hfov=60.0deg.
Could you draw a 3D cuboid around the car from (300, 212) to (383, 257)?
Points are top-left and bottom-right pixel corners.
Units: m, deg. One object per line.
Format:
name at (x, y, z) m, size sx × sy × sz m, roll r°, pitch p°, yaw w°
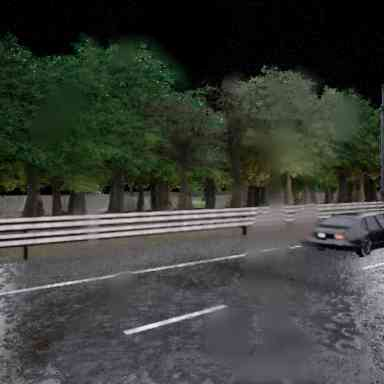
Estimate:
car at (6.385, 1.482, 12.601) m, size 5.357 × 1.411 × 2.033 m, roll 0°, pitch 0°, yaw -36°
